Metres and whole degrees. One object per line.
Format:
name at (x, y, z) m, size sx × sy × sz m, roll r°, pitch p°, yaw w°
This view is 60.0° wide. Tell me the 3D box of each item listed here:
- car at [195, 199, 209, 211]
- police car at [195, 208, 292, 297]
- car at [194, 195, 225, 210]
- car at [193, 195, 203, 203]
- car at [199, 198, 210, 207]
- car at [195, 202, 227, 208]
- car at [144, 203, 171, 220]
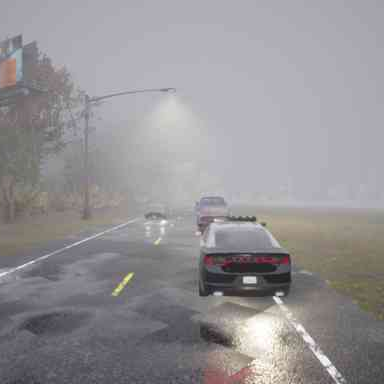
car at (1.442, 1.780, 46.570) m, size 1.812 × 1.442 × 4.674 m, roll 0°, pitch -1°, yaw 4°
police car at (1.108, 1.438, 8.766) m, size 1.930 × 1.638 × 5.238 m, roll 0°, pitch 0°, yaw 1°
car at (1.465, 1.304, 24.630) m, size 2.150 × 2.045 × 5.566 m, roll 0°, pitch 0°, yaw 2°
car at (1.742, 1.932, 90.129) m, size 2.150 × 2.045 × 5.566 m, roll 0°, pitch -1°, yaw 6°
car at (2.265, 1.850, 59.382) m, size 1.882 × 1.535 × 5.008 m, roll 0°, pitch -1°, yaw 4°
car at (1.292, 1.526, 18.621) m, size 1.882 × 1.535 × 5.008 m, roll 0°, pitch 0°, yaw 1°
car at (-2.980, 1.663, 29.996) m, size 2.033 × 1.411 × 5.357 m, roll 0°, pitch 0°, yaw 2°
